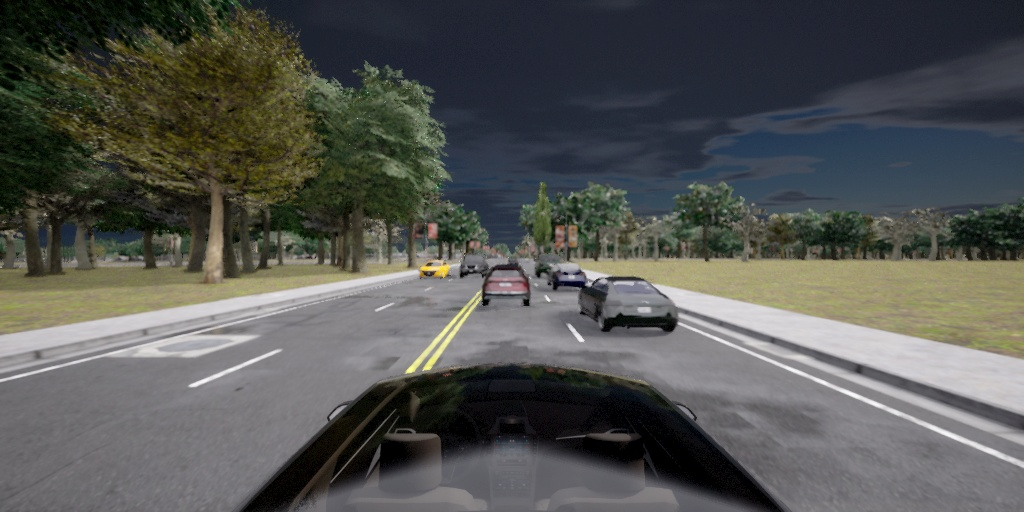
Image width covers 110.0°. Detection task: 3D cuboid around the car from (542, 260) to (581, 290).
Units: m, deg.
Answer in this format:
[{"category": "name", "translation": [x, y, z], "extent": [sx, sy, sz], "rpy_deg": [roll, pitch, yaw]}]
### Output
[{"category": "car", "translation": [3.247, 1.184, 21.833], "extent": [2.163, 1.488, 4.792], "rpy_deg": [0, 0, 0]}]

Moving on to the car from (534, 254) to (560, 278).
[{"category": "car", "translation": [3.246, 0.866, 32.832], "extent": [2.150, 2.045, 5.566], "rpy_deg": [0, 0, 0]}]

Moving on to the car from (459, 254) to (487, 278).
[{"category": "car", "translation": [-3.352, 0.870, 32.171], "extent": [2.150, 2.045, 5.566], "rpy_deg": [0, 0, 0]}]

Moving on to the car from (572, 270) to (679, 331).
[{"category": "car", "translation": [3.249, 1.281, 10.803], "extent": [1.994, 1.385, 4.181], "rpy_deg": [0, 0, 0]}]

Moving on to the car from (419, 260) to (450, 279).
[{"category": "car", "translation": [-6.602, 1.128, 30.960], "extent": [1.882, 1.535, 5.008], "rpy_deg": [0, 0, 0]}]

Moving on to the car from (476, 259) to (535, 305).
[{"category": "car", "translation": [-0.192, 1.131, 15.729], "extent": [2.033, 1.649, 4.856], "rpy_deg": [0, 0, 1]}]
